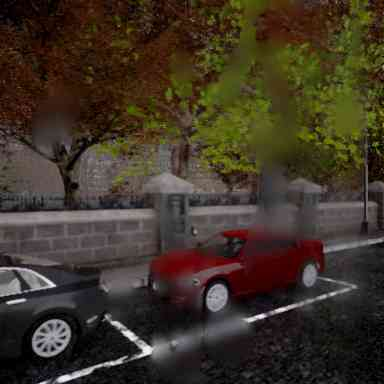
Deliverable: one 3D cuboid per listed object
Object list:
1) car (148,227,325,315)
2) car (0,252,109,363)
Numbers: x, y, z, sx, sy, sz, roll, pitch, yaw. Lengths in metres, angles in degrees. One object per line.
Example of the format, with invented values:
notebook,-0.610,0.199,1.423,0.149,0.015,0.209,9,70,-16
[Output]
car,1.164,1.536,7.545,4.507,1.381,1.887,0,0,-35
car,-3.317,1.551,4.286,4.403,1.369,2.008,0,0,-35
